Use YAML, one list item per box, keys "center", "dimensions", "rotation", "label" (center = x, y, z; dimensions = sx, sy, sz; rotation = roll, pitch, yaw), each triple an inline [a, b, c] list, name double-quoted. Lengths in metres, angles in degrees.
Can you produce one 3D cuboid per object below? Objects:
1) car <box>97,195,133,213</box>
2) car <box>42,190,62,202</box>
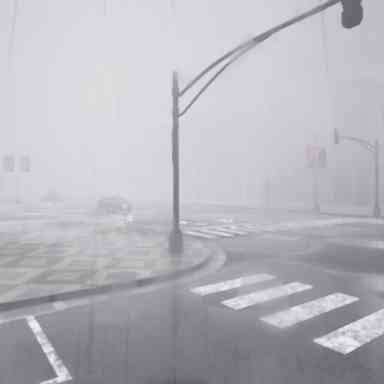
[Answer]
- center: [-7.083, 1.067, 30.274]
  dimensions: [2.128, 1.511, 4.902]
  rotation: [0, 1, -36]
  label: "car"
- center: [-20.835, 0.578, 49.471]
  dimensions: [2.097, 1.767, 4.553]
  rotation: [0, 1, -35]
  label: "car"
